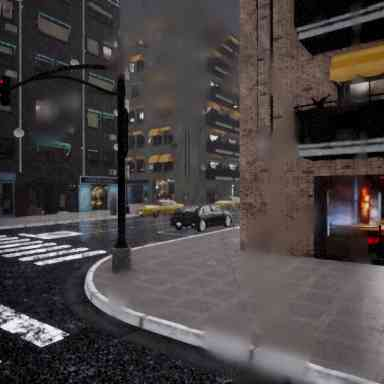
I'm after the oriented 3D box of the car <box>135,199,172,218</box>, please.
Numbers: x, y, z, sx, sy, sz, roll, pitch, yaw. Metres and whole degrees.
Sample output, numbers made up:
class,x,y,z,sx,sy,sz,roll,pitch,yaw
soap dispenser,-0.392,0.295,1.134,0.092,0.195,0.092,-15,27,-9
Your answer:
class,x,y,z,sx,sy,sz,roll,pitch,yaw
car,-2.524,1.252,27.351,1.752,1.417,4.829,1,1,36

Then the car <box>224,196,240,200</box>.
class,x,y,z,sx,sy,sz,roll,pitch,yaw
car,4.146,1.111,36.523,1.752,1.417,4.829,1,1,36

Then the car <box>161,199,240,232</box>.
class,x,y,z,sx,sy,sz,roll,pitch,yaw
car,0.631,1.332,18.292,2.008,1.369,4.403,1,1,36
